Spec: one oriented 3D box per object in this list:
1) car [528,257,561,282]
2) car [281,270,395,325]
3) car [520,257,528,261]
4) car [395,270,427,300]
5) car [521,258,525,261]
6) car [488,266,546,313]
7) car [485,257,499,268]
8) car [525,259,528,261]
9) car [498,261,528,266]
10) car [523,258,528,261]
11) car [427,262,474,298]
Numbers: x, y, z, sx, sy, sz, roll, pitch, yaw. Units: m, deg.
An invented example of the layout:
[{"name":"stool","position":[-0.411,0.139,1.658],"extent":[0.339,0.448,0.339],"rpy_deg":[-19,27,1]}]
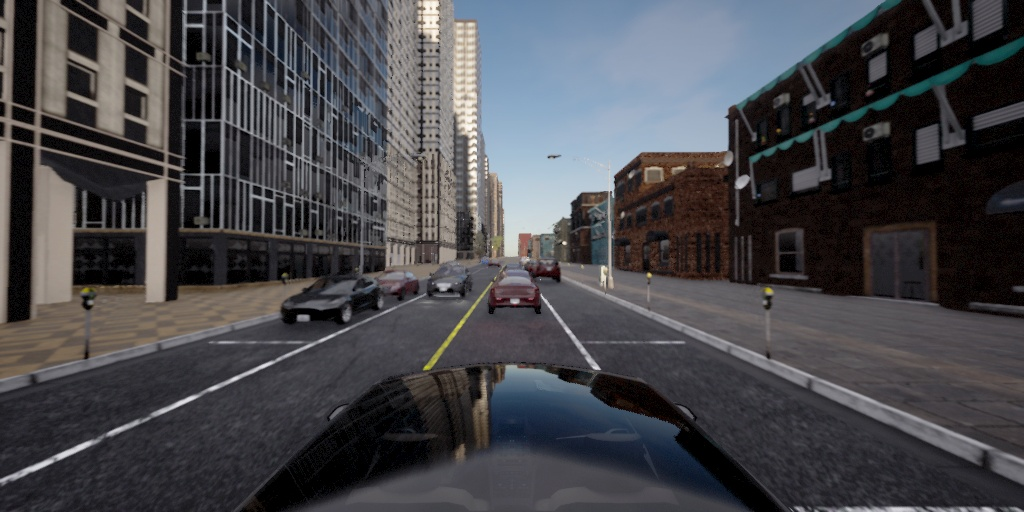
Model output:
[{"name":"car","position":[2.688,1.064,28.597],"extent":[2.192,1.841,5.009],"rpy_deg":[0,0,0]},{"name":"car","position":[-5.691,1.316,11.955],"extent":[1.948,1.339,4.313],"rpy_deg":[0,0,0]},{"name":"car","position":[2.685,1.255,61.441],"extent":[1.751,1.417,4.829],"rpy_deg":[0,0,0]},{"name":"car","position":[-5.691,1.332,17.501],"extent":[1.802,1.307,4.207],"rpy_deg":[0,0,0]},{"name":"car","position":[2.686,1.303,50.780],"extent":[1.948,1.339,4.313],"rpy_deg":[0,0,0]},{"name":"car","position":[0.097,1.276,13.777],"extent":[1.812,1.442,4.674],"rpy_deg":[0,0,0]},{"name":"car","position":[-3.052,1.207,60.703],"extent":[1.882,1.535,5.008],"rpy_deg":[0,0,1]},{"name":"car","position":[2.687,1.289,39.690],"extent":[1.888,1.381,4.507],"rpy_deg":[0,0,0]},{"name":"car","position":[0.096,1.313,29.387],"extent":[1.994,1.385,4.181],"rpy_deg":[0,0,0]},{"name":"car","position":[2.686,1.307,45.236],"extent":[1.948,1.339,4.313],"rpy_deg":[0,0,0]},{"name":"car","position":[-3.102,1.242,18.716],"extent":[2.128,1.511,4.902],"rpy_deg":[0,0,0]}]
